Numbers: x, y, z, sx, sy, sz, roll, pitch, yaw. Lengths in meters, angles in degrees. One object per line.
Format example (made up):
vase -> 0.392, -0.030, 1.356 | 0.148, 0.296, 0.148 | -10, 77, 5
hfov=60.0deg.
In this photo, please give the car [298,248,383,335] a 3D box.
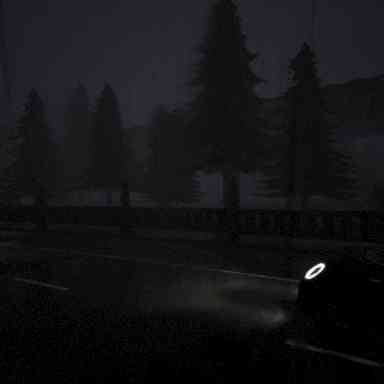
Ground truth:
car -> 4.076, 1.335, 5.207 | 4.553, 1.767, 2.097 | 0, 0, 36
